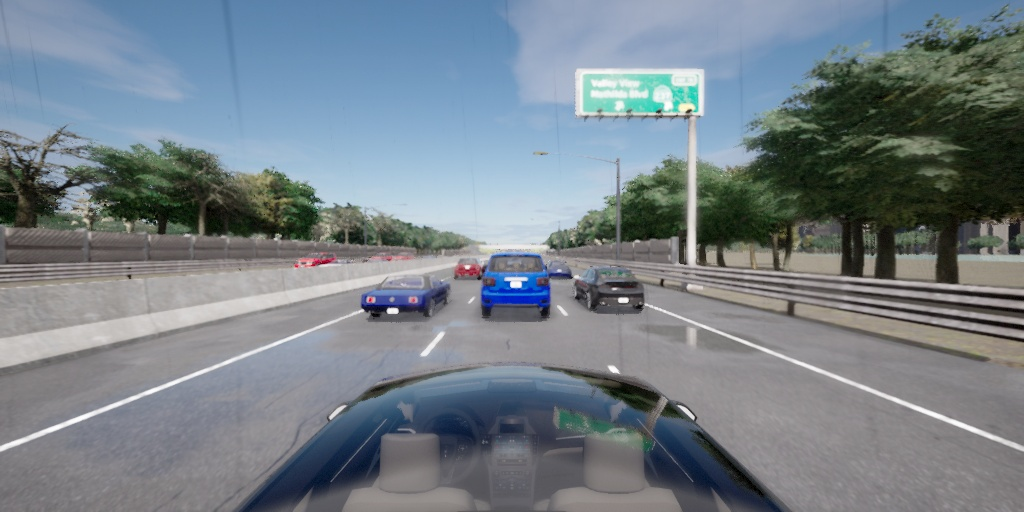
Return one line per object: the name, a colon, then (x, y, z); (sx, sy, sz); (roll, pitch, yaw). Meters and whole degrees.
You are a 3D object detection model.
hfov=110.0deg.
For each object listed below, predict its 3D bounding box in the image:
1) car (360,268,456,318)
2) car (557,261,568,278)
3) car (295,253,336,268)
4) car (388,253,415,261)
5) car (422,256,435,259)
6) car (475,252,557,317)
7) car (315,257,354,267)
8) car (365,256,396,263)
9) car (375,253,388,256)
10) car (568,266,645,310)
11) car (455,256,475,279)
car: (-3.389, 1.266, 12.461); (1.895, 1.301, 4.718); (0, 0, 0)
car: (3.687, 1.087, 29.661); (1.994, 1.385, 4.181); (0, 0, 0)
car: (-20.934, 0.667, 38.749); (2.150, 2.045, 5.566); (0, 0, 1)
car: (-17.191, 0.519, 57.023); (2.150, 2.045, 5.566); (0, 0, 1)
car: (-13.664, 0.759, 58.931); (1.882, 1.535, 5.008); (0, 0, 1)
car: (0.115, 0.883, 12.816); (2.150, 2.045, 5.566); (0, 0, 0)
car: (-17.460, 1.067, 36.240); (1.895, 1.301, 4.718); (0, 0, 0)
car: (-13.952, 0.987, 36.924); (1.812, 1.442, 4.674); (0, 0, 1)
car: (-20.682, 0.517, 57.209); (2.150, 2.045, 5.566); (0, 0, 1)
car: (3.617, 1.158, 14.028); (1.837, 1.490, 4.892); (0, 1, 0)
car: (-3.319, 0.881, 28.918); (2.097, 1.767, 4.553); (0, 0, 0)
